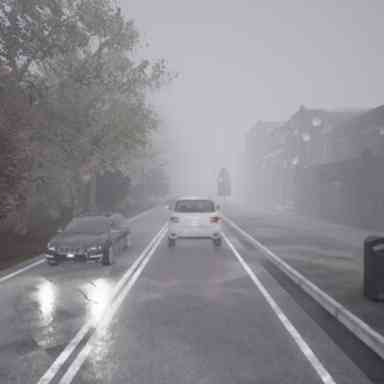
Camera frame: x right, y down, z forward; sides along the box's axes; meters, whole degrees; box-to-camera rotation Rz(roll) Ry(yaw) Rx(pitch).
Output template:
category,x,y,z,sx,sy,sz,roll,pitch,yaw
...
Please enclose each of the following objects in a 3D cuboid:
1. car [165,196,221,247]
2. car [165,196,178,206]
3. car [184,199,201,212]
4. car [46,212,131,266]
category,x,y,z,sx,sy,sz,roll,pitch,yaw
car,0.099,1.217,15.247,2.150,2.045,5.566,0,0,0
car,-3.321,1.440,54.970,1.882,1.535,5.008,0,0,0
car,0.096,1.574,39.801,1.895,1.301,4.718,0,0,0
car,-3.351,1.502,11.601,1.837,1.490,4.892,0,0,0
